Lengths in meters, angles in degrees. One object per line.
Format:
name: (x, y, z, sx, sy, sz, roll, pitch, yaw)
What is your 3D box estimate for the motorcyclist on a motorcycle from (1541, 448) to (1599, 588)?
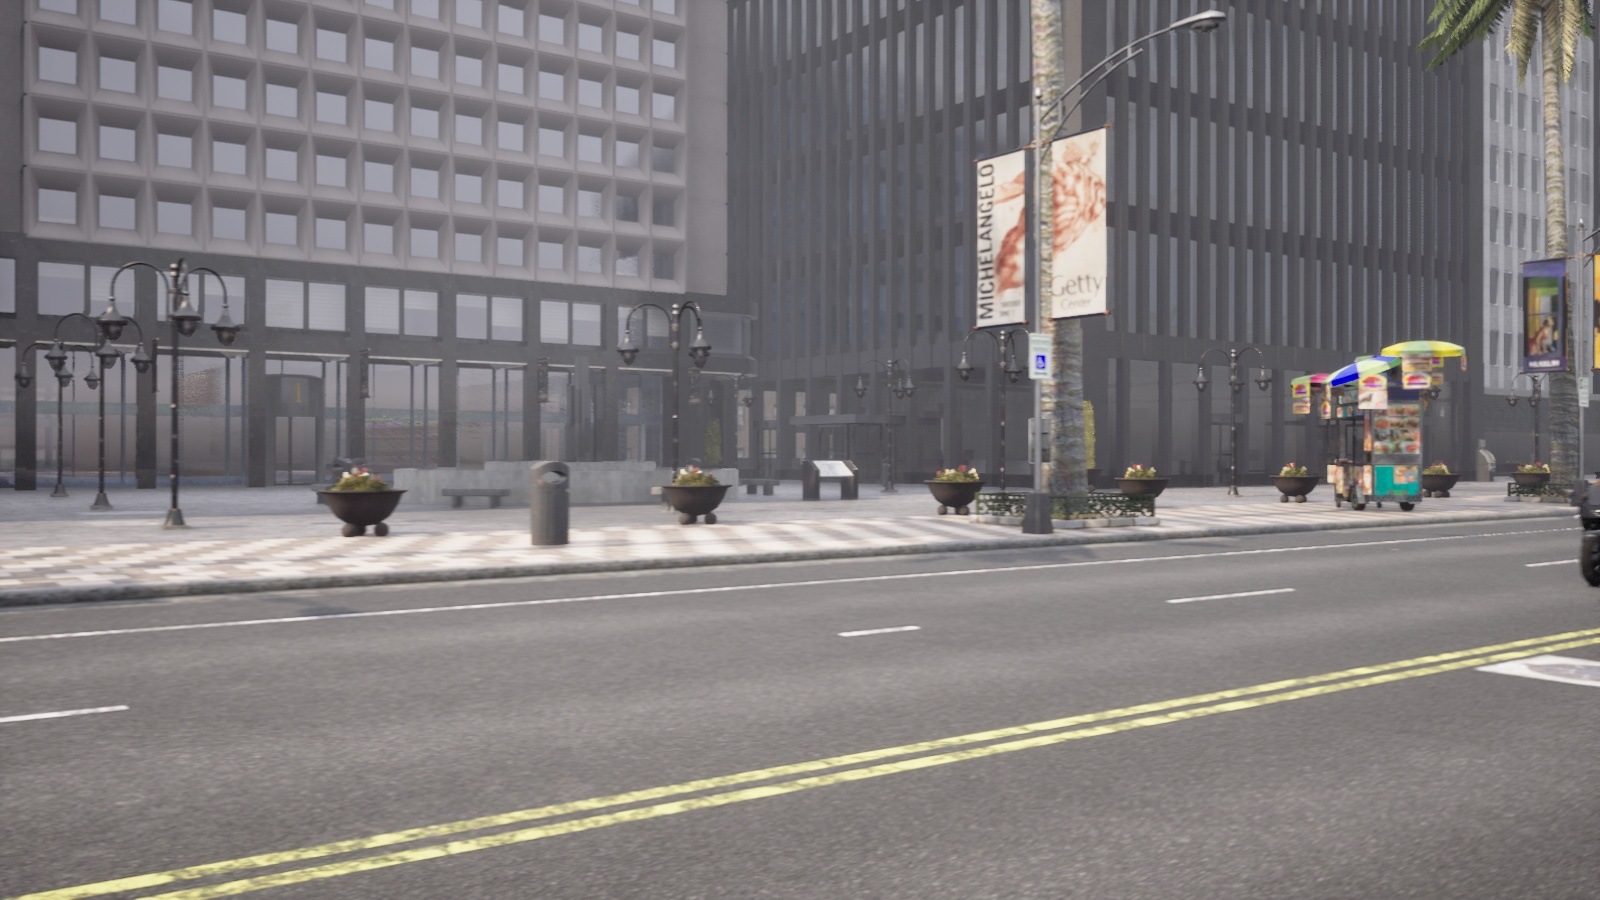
motorcyclist on a motorcycle: (9.456, 0.743, 14.483, 2.044, 1.523, 0.797, 0, 0, -35)
